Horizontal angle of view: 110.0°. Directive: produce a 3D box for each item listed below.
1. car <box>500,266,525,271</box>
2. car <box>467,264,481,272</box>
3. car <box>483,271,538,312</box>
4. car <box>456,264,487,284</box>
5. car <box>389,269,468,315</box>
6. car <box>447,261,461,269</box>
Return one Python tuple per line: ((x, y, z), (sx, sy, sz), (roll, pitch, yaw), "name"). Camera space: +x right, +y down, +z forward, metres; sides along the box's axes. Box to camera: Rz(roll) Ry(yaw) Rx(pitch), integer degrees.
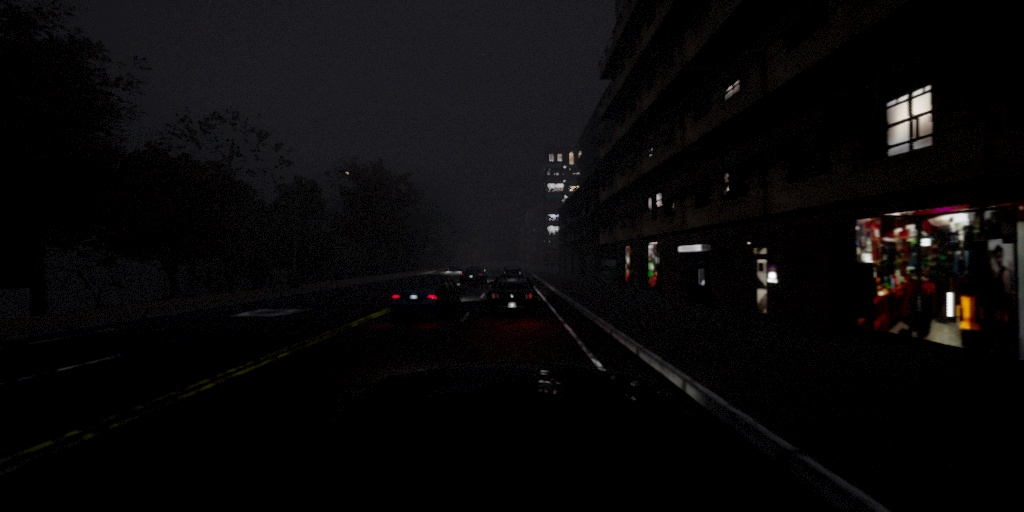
((0.031, 1.543, 30.345), (2.128, 1.511, 4.902), (0, 0, 1), "car")
((-6.501, 1.982, 61.650), (1.895, 1.301, 4.718), (0, -1, 0), "car")
((0.023, 1.490, 15.088), (1.895, 1.301, 4.718), (0, -1, 1), "car")
((-3.218, 1.615, 30.325), (1.994, 1.385, 4.181), (0, -1, 1), "car")
((-3.236, 1.430, 14.353), (2.033, 1.411, 5.357), (0, -1, 0), "car")
((-9.756, 1.731, 61.478), (2.097, 1.767, 4.553), (0, 0, 0), "car")
